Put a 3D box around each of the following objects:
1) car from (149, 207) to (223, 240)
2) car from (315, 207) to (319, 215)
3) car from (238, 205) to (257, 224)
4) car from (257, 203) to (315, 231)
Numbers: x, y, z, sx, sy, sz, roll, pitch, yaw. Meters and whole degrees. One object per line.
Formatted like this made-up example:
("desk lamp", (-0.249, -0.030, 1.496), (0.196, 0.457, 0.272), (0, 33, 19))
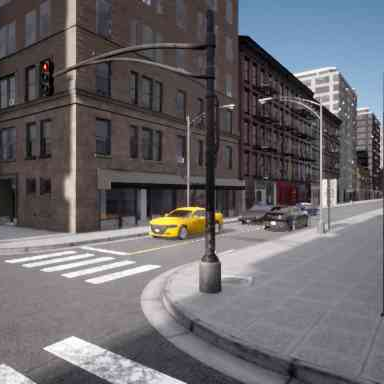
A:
("car", (-0.208, 1.576, 17.891), (1.882, 1.535, 5.008), (0, 0, 35))
("car", (11.521, 1.816, 34.329), (1.895, 1.301, 4.718), (0, 0, 36))
("car", (5.533, 1.704, 25.949), (2.033, 1.411, 5.357), (0, 0, 35))
("car", (6.342, 1.647, 22.045), (1.837, 1.490, 4.892), (0, 0, 36))
